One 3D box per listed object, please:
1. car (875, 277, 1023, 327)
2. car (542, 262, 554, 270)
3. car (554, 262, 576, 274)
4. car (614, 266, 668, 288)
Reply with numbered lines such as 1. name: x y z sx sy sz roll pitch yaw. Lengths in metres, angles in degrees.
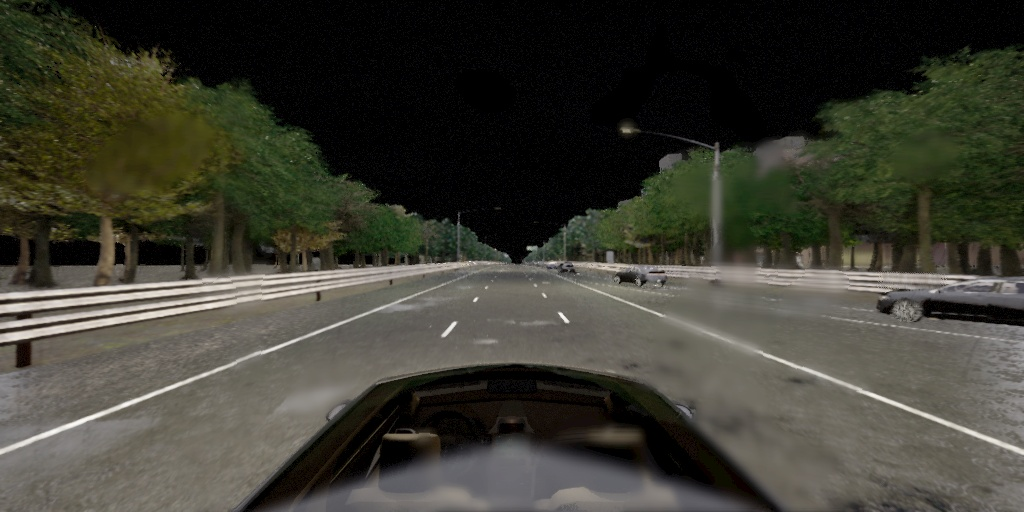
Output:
1. car: 13.601 1.335 10.068 2.128 1.511 4.902 0 -1 -20
2. car: 6.976 1.809 63.754 1.895 1.301 4.718 0 0 0
3. car: 7.021 1.579 46.593 1.837 1.490 4.892 0 0 -1
4. car: 9.117 1.439 25.794 2.128 1.511 4.902 0 0 -11
